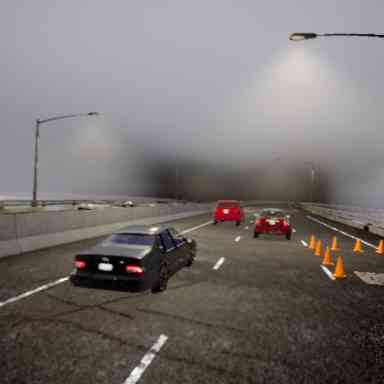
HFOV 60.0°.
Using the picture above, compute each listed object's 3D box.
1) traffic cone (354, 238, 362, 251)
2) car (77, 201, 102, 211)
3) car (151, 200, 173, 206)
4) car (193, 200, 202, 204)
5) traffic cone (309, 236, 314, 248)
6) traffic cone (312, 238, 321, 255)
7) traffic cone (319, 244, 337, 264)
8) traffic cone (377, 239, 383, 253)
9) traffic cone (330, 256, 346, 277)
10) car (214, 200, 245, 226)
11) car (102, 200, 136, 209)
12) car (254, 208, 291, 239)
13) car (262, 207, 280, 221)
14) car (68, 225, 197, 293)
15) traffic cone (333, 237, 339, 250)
[{"bbox_3d":[7.776,2.456,15.560,0.340,0.580,0.340,2,-1,13],"label":"traffic cone"},{"bbox_3d":[-12.064,1.749,40.924,1.895,1.301,4.718,2,-1,13],"label":"car"},{"bbox_3d":[-3.991,1.839,44.587,2.097,1.767,4.553,2,-1,14],"label":"car"},{"bbox_3d":[1.512,2.579,81.316,1.812,1.442,4.674,2,-1,14],"label":"car"},{"bbox_3d":[5.826,2.392,16.001,0.340,0.580,0.340,2,-1,13],"label":"traffic cone"},{"bbox_3d":[5.386,2.349,14.051,0.340,0.580,0.340,2,-1,13],"label":"traffic cone"},{"bbox_3d":[4.946,2.306,12.100,0.340,0.580,0.340,2,-1,13],"label":"traffic cone"},{"bbox_3d":[8.750,2.488,15.339,0.340,0.580,0.340,2,-1,13],"label":"traffic cone"},{"bbox_3d":[4.506,2.263,10.150,0.340,0.580,0.340,2,-1,13],"label":"traffic cone"},{"bbox_3d":[3.283,1.748,28.857,2.150,2.045,5.566,2,-1,13],"label":"car"},{"bbox_3d":[-8.498,1.765,40.783,2.128,1.511,4.902,2,-1,13],"label":"car"},{"bbox_3d":[5.043,1.832,20.965,2.097,1.767,4.553,2,-1,13],"label":"car"},{"bbox_3d":[8.836,2.443,37.236,1.895,1.301,4.718,2,-1,13],"label":"car"},{"bbox_3d":[-1.223,1.636,9.258,2.033,1.411,5.357,2,-1,13],"label":"car"},{"bbox_3d":[6.801,2.424,15.780,0.340,0.580,0.340,2,-1,13],"label":"traffic cone"}]
